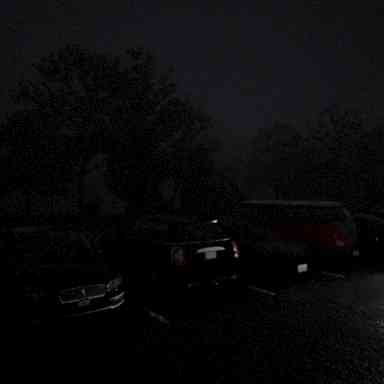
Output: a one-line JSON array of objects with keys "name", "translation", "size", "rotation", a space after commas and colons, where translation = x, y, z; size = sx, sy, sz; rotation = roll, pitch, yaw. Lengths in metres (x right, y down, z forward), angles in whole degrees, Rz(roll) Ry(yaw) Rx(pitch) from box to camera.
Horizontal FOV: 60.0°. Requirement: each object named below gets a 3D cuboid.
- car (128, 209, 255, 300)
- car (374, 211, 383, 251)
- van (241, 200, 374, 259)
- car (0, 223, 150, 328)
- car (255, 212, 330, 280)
[{"name": "car", "translation": [-0.829, 1.368, 8.817], "size": [2.185, 1.767, 4.553], "rotation": [0, 0, -36]}, {"name": "car", "translation": [5.912, 1.569, 13.701], "size": [2.163, 1.488, 4.792], "rotation": [0, 0, -36]}, {"name": "van", "translation": [3.739, 1.297, 11.971], "size": [1.878, 1.987, 4.442], "rotation": [0, 0, -36]}, {"name": "car", "translation": [-3.114, 1.484, 7.232], "size": [2.231, 1.521, 4.892], "rotation": [0, 0, -36]}, {"name": "car", "translation": [1.426, 1.537, 10.428], "size": [2.163, 1.488, 4.792], "rotation": [0, 0, -35]}]
